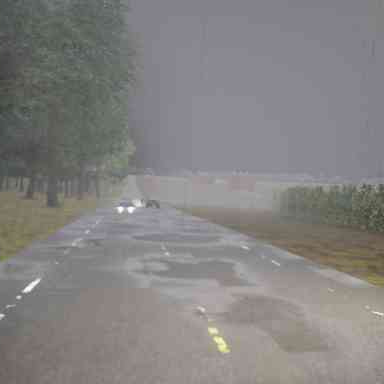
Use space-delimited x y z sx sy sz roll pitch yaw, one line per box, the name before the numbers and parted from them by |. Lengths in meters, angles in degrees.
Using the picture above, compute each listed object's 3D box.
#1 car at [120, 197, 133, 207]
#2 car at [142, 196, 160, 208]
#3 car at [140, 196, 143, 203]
car | -9.672 1.457 49.163 1.895 1.301 4.718 2 -1 -10
car | -5.707 1.508 47.868 1.837 1.490 4.892 2 0 -11
car | -9.641 1.565 68.283 2.128 1.511 4.902 2 -1 -10
